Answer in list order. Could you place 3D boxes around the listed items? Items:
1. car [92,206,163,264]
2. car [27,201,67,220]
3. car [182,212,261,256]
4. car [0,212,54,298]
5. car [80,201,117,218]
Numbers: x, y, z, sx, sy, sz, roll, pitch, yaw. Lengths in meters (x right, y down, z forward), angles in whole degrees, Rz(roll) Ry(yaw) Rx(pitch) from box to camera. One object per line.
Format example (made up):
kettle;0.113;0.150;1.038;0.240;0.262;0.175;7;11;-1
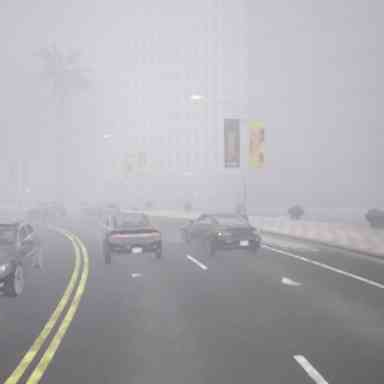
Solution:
car;-2.353;1.495;12.069;2.128;1.511;4.902;0;0;-18
car;-12.202;1.542;27.835;2.128;1.511;4.902;0;0;-44
car;0.994;1.504;13.015;1.812;1.442;4.674;0;0;-18
car;-5.020;1.516;8.396;2.128;1.511;4.902;0;0;-16
car;-7.906;1.512;28.304;2.128;1.511;4.902;0;0;-41
